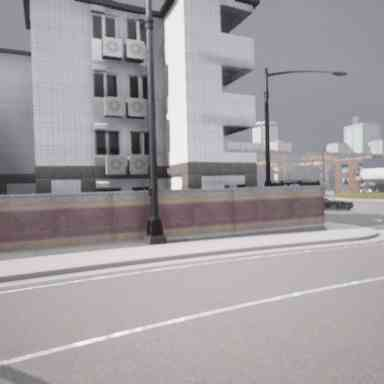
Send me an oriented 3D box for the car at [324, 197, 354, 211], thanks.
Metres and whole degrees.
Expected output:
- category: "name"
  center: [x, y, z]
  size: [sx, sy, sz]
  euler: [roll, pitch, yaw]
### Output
- category: "car"
  center: [13.162, 1.108, 32.062]
  size: [1.895, 1.301, 4.718]
  euler: [-2, 1, -21]
